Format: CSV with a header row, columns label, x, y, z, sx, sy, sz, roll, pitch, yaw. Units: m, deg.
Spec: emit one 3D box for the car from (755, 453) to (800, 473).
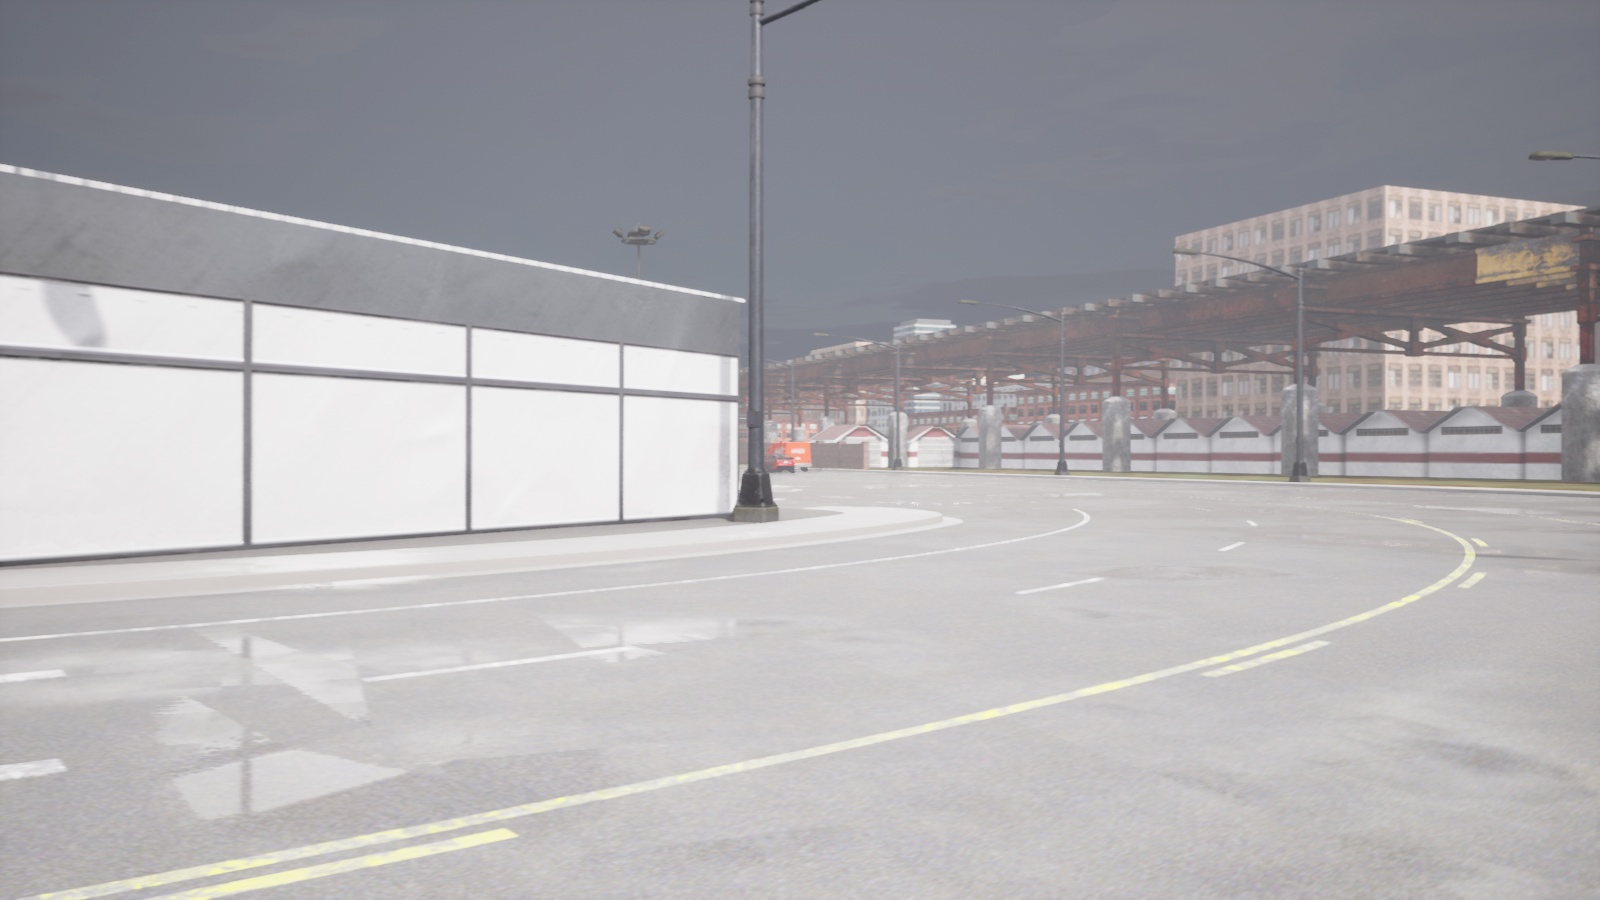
label,x,y,z,sx,sy,sz,roll,pitch,yaw
car,-1.796,0.992,97.157,2.007,1.525,4.514,0,0,-22
